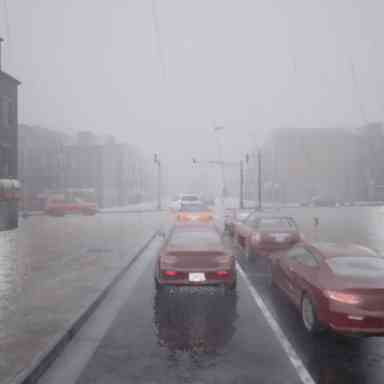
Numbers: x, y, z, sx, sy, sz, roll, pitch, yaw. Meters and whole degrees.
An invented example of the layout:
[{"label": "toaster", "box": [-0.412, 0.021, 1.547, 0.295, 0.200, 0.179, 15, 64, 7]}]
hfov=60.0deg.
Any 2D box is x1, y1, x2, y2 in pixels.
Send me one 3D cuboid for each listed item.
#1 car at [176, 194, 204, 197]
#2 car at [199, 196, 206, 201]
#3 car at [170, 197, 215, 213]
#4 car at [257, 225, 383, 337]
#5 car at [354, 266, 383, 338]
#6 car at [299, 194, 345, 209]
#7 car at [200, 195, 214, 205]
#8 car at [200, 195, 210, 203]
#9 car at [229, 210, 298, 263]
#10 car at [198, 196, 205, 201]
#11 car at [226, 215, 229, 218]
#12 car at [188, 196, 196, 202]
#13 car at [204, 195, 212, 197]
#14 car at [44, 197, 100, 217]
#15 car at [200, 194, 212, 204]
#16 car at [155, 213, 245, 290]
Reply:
[{"label": "car", "box": [-0.705, 1.236, 32.620, 2.150, 2.045, 5.566, 0, 0, -11]}, {"label": "car", "box": [2.717, 1.716, 87.302, 1.752, 1.417, 4.829, -1, 0, 0]}, {"label": "car", "box": [0.111, 1.343, 18.352, 2.097, 1.767, 4.553, 0, 0, 0]}, {"label": "car", "box": [2.639, 1.576, 6.442, 1.802, 1.307, 4.206, 0, 0, 0]}, {"label": "car", "box": [2.634, 1.524, 1.145, 1.752, 1.417, 4.829, 0, 0, 0]}, {"label": "car", "box": [14.772, 1.061, 37.873, 4.892, 1.490, 1.837, -2, 0, 0]}, {"label": "car", "box": [2.688, 1.393, 60.120, 2.192, 1.841, 5.009, -1, 0, 0]}, {"label": "car", "box": [2.700, 1.559, 70.925, 1.967, 1.590, 4.097, -1, 0, 0]}, {"label": "car", "box": [2.644, 1.431, 11.908, 1.967, 1.590, 4.097, 0, 0, 0]}, {"label": "car", "box": [2.722, 1.743, 92.704, 1.752, 1.417, 4.829, -1, 0, 0]}, {"label": "car", "box": [2.650, 1.573, 17.375, 1.802, 1.307, 4.206, 0, 0, 0]}, {"label": "car", "box": [0.080, 1.648, 79.777, 1.837, 1.490, 4.892, 0, 0, 0]}, {"label": "car", "box": [2.684, 1.500, 54.718, 1.967, 1.590, 4.097, -1, 0, 0]}, {"label": "car", "box": [-12.550, 1.572, 34.908, 5.566, 2.045, 2.150, -2, 0, 1]}, {"label": "car", "box": [2.694, 1.413, 65.523, 2.192, 1.841, 5.009, -1, 0, 0]}, {"label": "car", "box": [0.061, 1.518, 8.910, 1.812, 1.442, 4.674, 0, 0, -1]}]
